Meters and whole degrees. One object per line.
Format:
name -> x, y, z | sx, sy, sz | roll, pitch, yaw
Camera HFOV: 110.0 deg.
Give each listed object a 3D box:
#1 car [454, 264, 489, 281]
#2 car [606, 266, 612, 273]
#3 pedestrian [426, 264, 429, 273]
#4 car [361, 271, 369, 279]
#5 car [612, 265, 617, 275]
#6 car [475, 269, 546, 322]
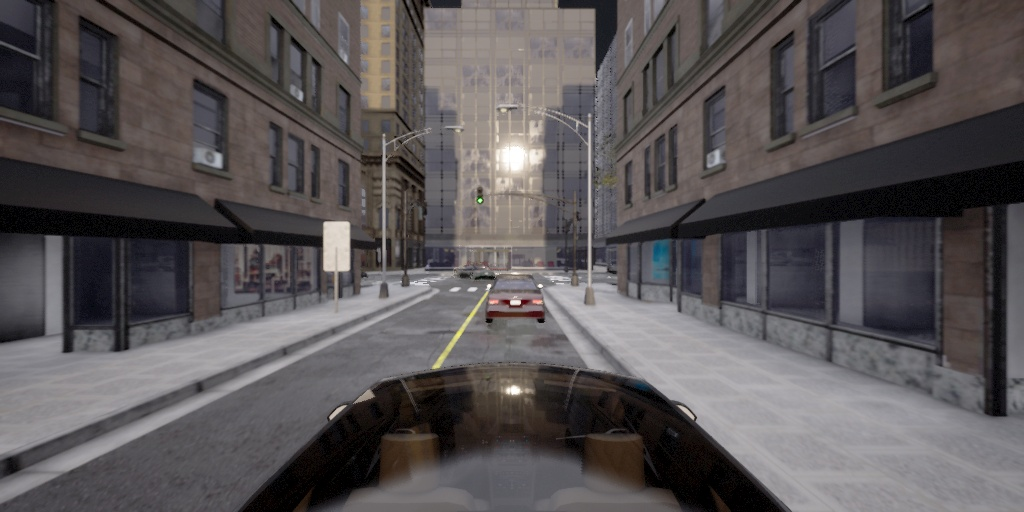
car -> -3.317, 1.404, 31.066 | 1.994, 1.385, 4.181 | 0, 0, -37
car -> 12.312, 1.212, 37.251 | 4.892, 1.490, 1.837 | 0, 0, -1
pedestrian -> -9.719, 1.400, 41.307 | 0.500, 1.100, 0.500 | 0, 1, 0
car -> -15.122, 1.476, 30.456 | 5.357, 1.411, 2.033 | 0, 0, 2
car -> 12.656, 1.258, 33.998 | 5.357, 1.411, 2.033 | 0, 0, 0
car -> 0.099, 1.325, 12.330 | 2.033, 1.411, 5.357 | 0, 0, 0
